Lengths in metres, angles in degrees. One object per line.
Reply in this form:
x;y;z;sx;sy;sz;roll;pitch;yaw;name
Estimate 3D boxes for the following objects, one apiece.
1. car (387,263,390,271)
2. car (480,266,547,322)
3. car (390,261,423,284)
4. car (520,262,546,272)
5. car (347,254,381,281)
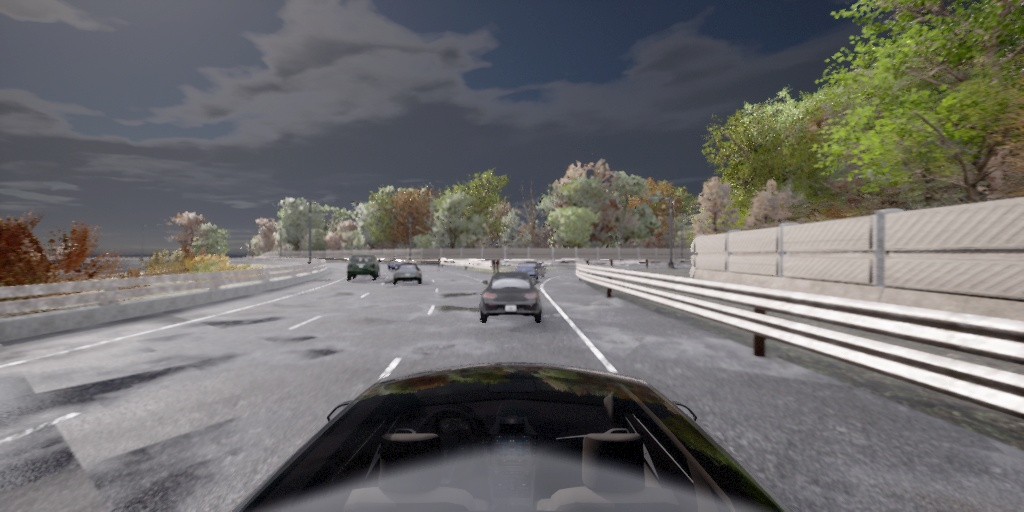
-14.174;1.214;44.088;1.895;1.301;4.718;0;0;-26;car
-0.028;1.240;12.029;1.812;1.442;4.674;0;0;0;car
-7.643;1.234;26.467;1.994;1.385;4.181;0;0;-15;car
1.649;1.198;30.116;2.033;1.411;5.357;0;0;15;car
-12.130;0.883;29.476;2.150;2.045;5.566;0;0;-17;car
